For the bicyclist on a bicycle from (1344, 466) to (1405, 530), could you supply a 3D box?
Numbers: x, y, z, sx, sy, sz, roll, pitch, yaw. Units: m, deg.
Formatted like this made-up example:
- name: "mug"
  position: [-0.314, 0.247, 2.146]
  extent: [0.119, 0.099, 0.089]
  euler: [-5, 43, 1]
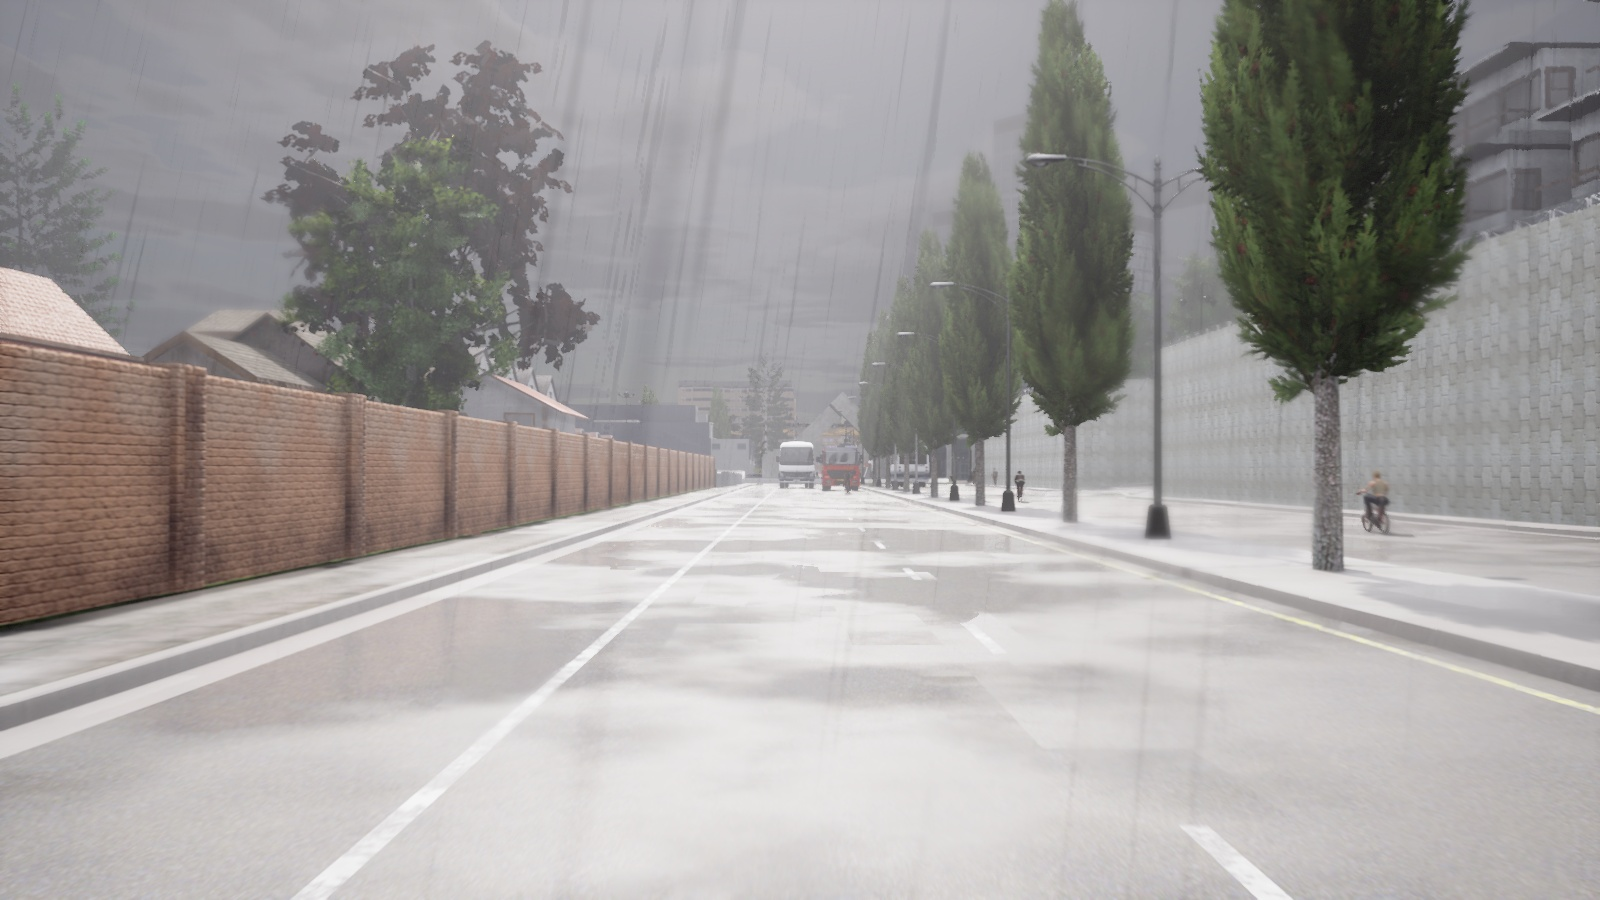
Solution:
- name: "bicyclist on a bicycle"
  position: [14.903, 1.236, 32.615]
  extent: [0.866, 1.612, 1.509]
  euler: [0, -1, 0]
